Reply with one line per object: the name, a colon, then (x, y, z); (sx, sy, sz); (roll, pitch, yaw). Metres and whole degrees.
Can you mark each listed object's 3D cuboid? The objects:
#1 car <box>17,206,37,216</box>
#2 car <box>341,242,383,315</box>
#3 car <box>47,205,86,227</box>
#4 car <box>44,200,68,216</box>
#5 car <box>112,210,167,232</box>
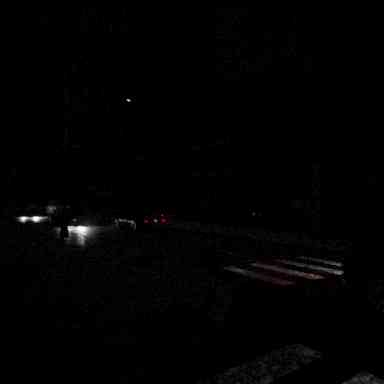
car: (-21.914, 2.503, 44.130); (1.895, 1.301, 4.718); (2, -2, -35)
car: (5.009, 1.489, 5.428); (2.128, 1.511, 4.902); (1, -2, -35)
car: (-10.079, 2.003, 27.031); (1.994, 1.385, 4.181); (2, -2, -35)
car: (-17.324, 2.091, 42.552); (2.150, 2.045, 5.566); (2, -2, -35)
car: (-3.743, 1.924, 23.107); (2.033, 1.411, 5.357); (2, -2, -35)
